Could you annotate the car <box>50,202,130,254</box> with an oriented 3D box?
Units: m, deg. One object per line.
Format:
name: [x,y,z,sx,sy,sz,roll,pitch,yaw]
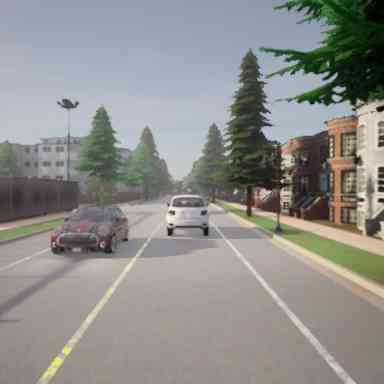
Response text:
car: [-3.844,1.326,13.254,2.097,1.767,4.553,0,0,-1]

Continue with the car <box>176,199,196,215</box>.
car: [-0.666,1.462,34.601,1.812,1.442,4.674,0,0,-4]

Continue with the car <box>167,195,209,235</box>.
car: [-0.230,1.185,18.686,2.150,2.045,5.566,0,0,-1]
